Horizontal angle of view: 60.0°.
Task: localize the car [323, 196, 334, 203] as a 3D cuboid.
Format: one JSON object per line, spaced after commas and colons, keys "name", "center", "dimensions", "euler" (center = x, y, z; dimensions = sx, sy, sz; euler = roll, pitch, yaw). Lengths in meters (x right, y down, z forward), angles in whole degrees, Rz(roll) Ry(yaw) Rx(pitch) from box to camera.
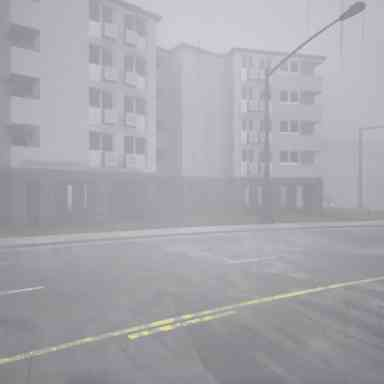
{"name": "car", "center": [27.641, 1.494, 67.625], "dimensions": [1.837, 1.490, 4.892], "euler": [0, 0, 18]}
